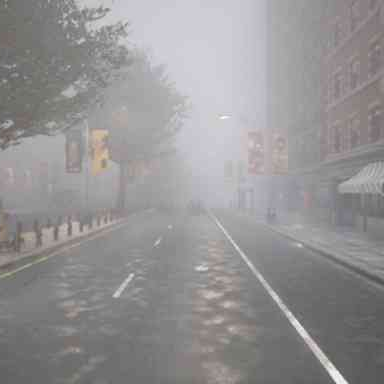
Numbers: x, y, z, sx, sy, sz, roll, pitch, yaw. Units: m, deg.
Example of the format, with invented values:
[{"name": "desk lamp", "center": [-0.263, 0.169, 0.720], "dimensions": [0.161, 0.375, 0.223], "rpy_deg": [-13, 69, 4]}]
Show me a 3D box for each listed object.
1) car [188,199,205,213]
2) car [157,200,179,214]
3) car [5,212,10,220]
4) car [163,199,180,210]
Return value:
[{"name": "car", "center": [0.511, 1.830, 39.504], "dimensions": [1.895, 1.301, 4.718], "rpy_deg": [0, 0, 1]}, {"name": "car", "center": [-2.998, 1.707, 39.579], "dimensions": [1.882, 1.535, 5.008], "rpy_deg": [0, 0, 1]}, {"name": "car", "center": [-14.767, 1.734, 22.946], "dimensions": [1.895, 1.301, 4.718], "rpy_deg": [0, 0, 1]}, {"name": "car", "center": [-2.978, 1.833, 49.388], "dimensions": [2.033, 1.411, 5.357], "rpy_deg": [0, 0, 1]}]
